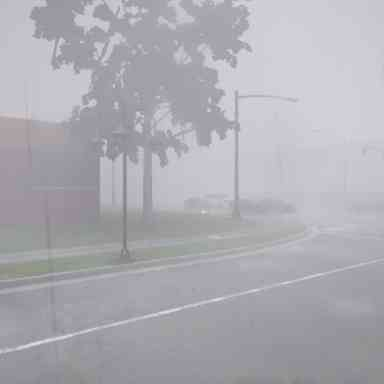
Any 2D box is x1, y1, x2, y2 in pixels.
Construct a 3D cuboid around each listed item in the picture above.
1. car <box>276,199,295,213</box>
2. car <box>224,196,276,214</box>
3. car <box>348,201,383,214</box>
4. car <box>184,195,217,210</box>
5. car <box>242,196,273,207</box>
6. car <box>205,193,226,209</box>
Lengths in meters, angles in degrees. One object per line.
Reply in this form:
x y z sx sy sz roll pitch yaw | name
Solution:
9.086 1.505 36.801 1.837 1.490 4.892 0 0 -34 | car
6.016 1.478 35.097 1.882 1.535 5.008 0 0 -34 | car
18.977 1.601 34.989 1.895 1.301 4.718 0 0 -34 | car
0.747 1.505 42.987 1.837 1.490 4.892 0 0 -33 | car
10.490 1.491 53.854 2.128 1.511 4.902 0 0 -34 | car
3.615 1.221 45.003 2.150 2.045 5.566 0 0 -34 | car
